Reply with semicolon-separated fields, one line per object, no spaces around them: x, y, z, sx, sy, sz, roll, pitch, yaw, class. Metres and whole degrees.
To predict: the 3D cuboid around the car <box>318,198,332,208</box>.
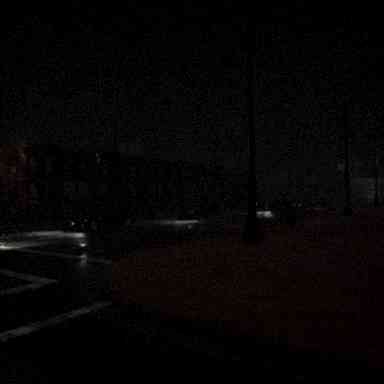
20.491;1.702;52.228;1.837;1.490;4.892;-1;-1;37;car

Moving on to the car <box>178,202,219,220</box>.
0.646;1.731;31.772;1.882;1.535;5.008;-1;-1;37;car

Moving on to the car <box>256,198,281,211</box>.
10.084;1.610;44.303;2.097;1.767;4.553;-1;-1;37;car

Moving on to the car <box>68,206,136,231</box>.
-6.056;1.754;22.843;1.837;1.490;4.892;-1;-1;37;car

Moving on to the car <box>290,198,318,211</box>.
14.573;1.739;44.257;2.033;1.411;5.357;-1;-1;37;car

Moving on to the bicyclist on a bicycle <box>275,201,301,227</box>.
5.869;1.347;20.443;1.656;1.620;0.582;-2;-1;37;bicyclist on a bicycle
